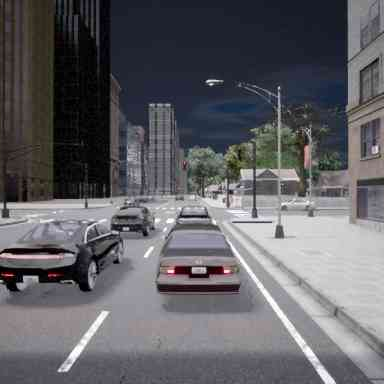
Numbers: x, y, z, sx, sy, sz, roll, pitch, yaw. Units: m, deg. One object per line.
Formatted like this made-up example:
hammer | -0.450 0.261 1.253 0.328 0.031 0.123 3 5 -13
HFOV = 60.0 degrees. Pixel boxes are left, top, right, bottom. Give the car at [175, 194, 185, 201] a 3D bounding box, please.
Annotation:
car | -3.161 1.342 83.997 2.097 1.767 4.553 0 0 0

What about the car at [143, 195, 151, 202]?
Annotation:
car | -9.705 1.595 65.087 1.895 1.301 4.718 0 0 1

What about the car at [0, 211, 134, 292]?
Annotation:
car | -3.142 1.492 8.930 2.128 1.511 4.902 0 0 0

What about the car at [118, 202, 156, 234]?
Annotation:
car | -3.131 1.504 18.190 1.837 1.490 4.892 0 0 0

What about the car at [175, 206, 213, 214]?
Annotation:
car | 0.117 1.491 17.910 2.128 1.511 4.902 0 0 0

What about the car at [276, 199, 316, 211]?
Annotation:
car | 12.690 1.575 40.802 4.674 1.442 1.812 0 -1 2

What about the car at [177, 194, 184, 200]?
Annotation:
car | -3.150 1.311 94.032 1.882 1.535 5.008 0 0 0

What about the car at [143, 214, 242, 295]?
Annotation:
car | 0.100 1.545 8.857 2.033 1.411 5.357 0 0 -1

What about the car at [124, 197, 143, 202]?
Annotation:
car | -9.769 1.487 53.876 2.128 1.511 4.902 0 0 1

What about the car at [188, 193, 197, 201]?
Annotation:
car | 0.089 1.511 84.023 1.812 1.442 4.674 0 0 0

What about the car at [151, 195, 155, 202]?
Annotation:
car | -9.669 1.517 76.943 1.812 1.442 4.674 0 0 0
